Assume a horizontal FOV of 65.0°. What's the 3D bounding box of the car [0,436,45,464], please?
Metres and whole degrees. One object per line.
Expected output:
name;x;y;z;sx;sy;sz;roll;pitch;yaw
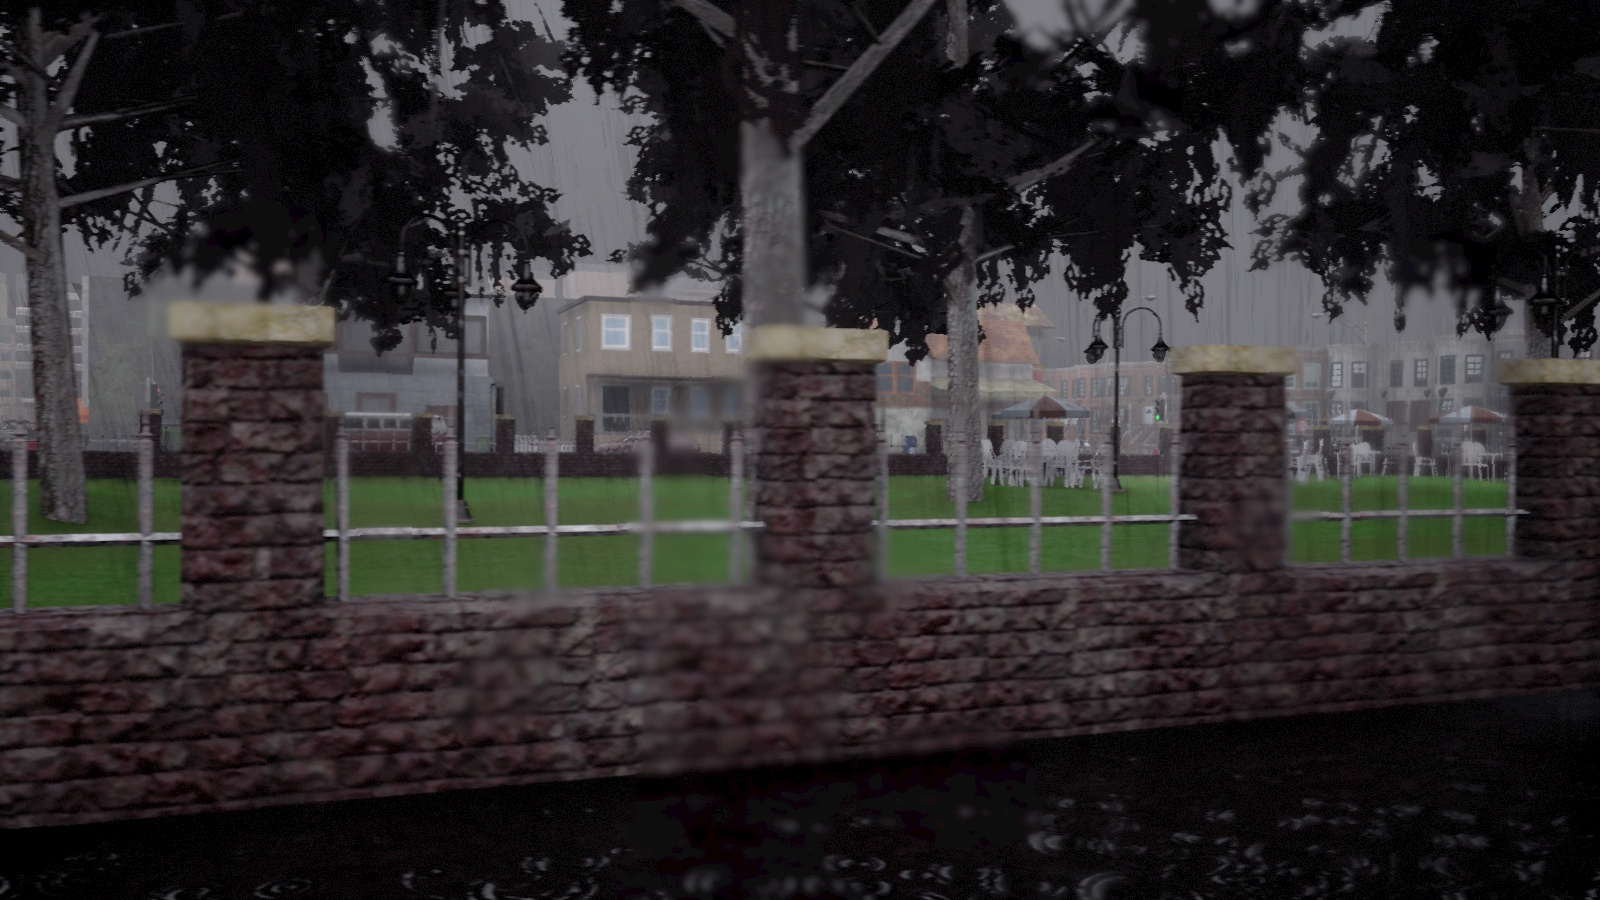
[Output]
car;-45.994;-0.010;73.988;1.851;1.617;3.988;-1;1;-21

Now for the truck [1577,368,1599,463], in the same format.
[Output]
truck;31.527;-1.229;43.295;2.891;3.462;7.936;-1;1;-20

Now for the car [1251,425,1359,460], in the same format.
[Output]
car;22.582;-0.347;56.200;4.193;1.474;1.816;-1;1;-14

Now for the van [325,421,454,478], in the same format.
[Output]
van;-15.182;-0.041;46.435;4.442;1.987;1.775;-1;1;-21

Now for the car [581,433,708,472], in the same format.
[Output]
car;-6.178;0.080;49.845;4.674;1.442;1.812;-1;1;-21
